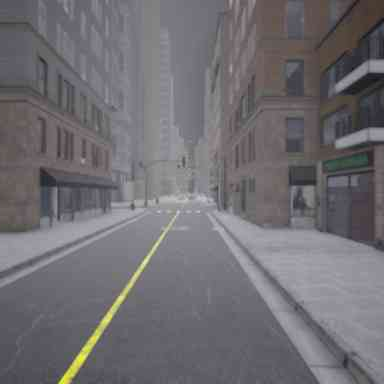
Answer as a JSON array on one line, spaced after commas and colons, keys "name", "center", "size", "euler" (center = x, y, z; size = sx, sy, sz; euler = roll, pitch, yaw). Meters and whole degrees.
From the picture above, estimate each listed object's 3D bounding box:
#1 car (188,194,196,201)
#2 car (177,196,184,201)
[{"name": "car", "center": [-0.004, 1.457, 85.890], "size": [2.128, 1.511, 4.902], "euler": [0, 0, 0]}, {"name": "car", "center": [-3.005, 1.588, 86.922], "size": [1.895, 1.301, 4.718], "euler": [0, 0, 0]}]
